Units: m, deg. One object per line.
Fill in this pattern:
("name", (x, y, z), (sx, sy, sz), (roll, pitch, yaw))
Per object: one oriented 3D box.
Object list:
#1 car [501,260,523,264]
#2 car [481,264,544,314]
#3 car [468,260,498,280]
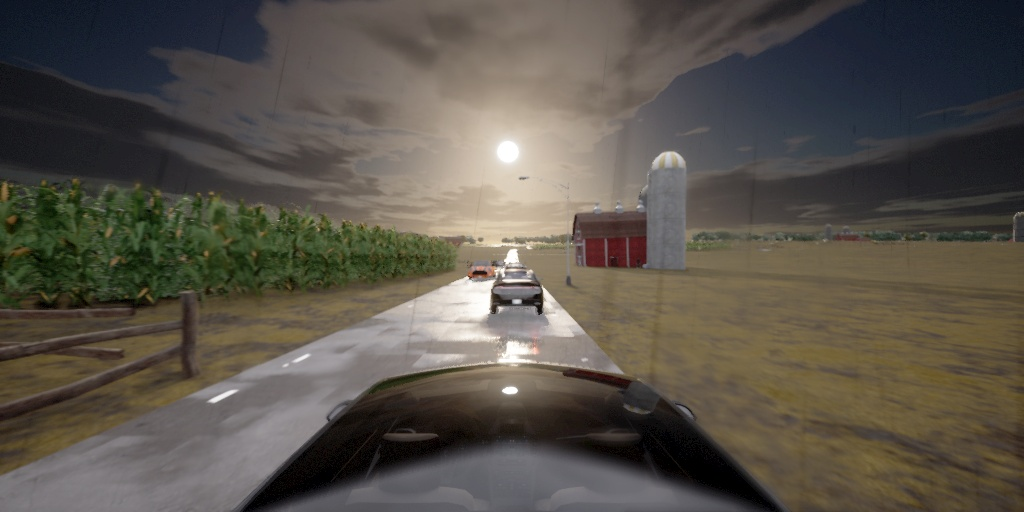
("car", (0.299, 1.269, 31.562), (1.882, 1.535, 5.008), (0, 0, 1))
("car", (0.179, 1.249, 13.914), (2.128, 1.511, 4.902), (0, 0, 0))
("car", (-2.633, 1.140, 31.866), (2.097, 1.767, 4.553), (0, 0, 0))
